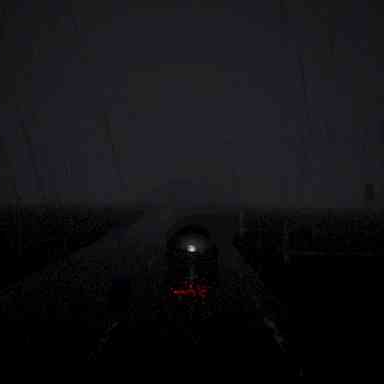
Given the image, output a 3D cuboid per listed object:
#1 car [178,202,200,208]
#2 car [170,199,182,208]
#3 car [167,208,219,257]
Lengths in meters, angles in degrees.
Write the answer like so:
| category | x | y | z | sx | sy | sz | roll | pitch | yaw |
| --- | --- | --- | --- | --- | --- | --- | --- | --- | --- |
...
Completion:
| category | x | y | z | sx | sy | sz | roll | pitch | yaw |
| --- | --- | --- | --- | --- | --- | --- | --- | --- | --- |
| car | 0.029 | 1.828 | 28.897 | 1.812 | 1.442 | 4.674 | 0 | 0 | 1 |
| car | -2.794 | 1.987 | 59.633 | 2.097 | 1.767 | 4.553 | 0 | -1 | 1 |
| car | 0.022 | 1.649 | 13.523 | 1.837 | 1.490 | 4.892 | 0 | 0 | 0 |
